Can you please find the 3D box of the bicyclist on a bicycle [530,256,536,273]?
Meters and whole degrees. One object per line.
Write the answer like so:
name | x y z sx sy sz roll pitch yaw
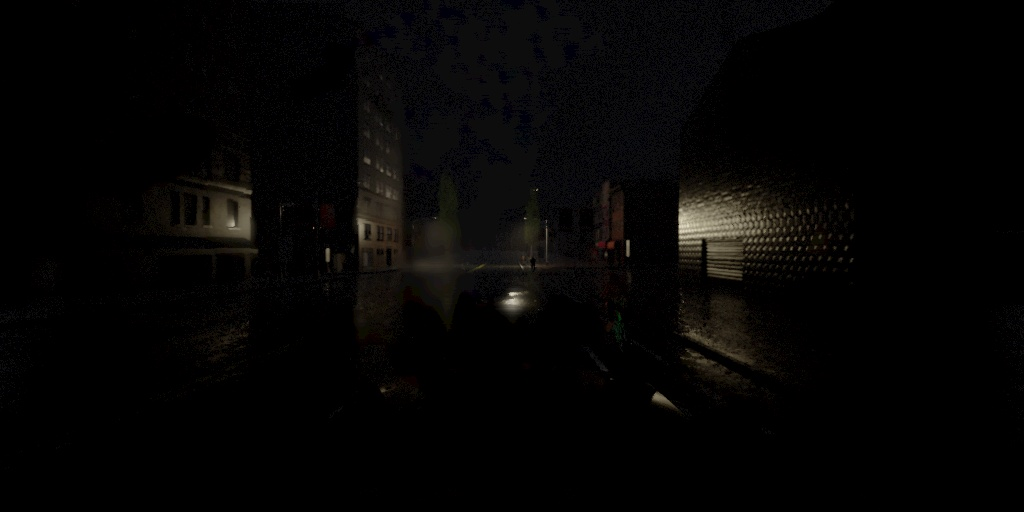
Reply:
bicyclist on a bicycle | 2.169 0.875 37.096 0.659 1.776 1.843 -1 1 0

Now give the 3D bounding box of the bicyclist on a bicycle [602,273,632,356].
bicyclist on a bicycle | 2.229 1.199 7.656 0.582 1.620 1.656 0 0 0
